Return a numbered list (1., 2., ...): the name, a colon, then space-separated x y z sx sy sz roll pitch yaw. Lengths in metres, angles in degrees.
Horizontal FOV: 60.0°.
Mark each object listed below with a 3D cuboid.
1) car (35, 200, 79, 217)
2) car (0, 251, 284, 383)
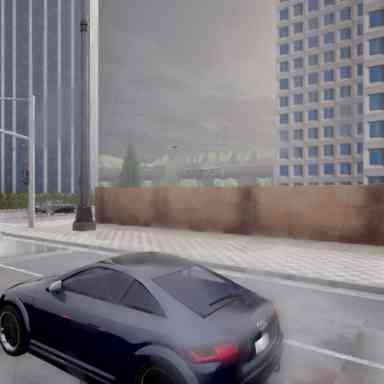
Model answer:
1. car: -12.669 1.491 31.540 2.128 1.511 4.902 0 0 35
2. car: -0.909 1.564 4.651 4.181 1.385 1.994 0 0 35
